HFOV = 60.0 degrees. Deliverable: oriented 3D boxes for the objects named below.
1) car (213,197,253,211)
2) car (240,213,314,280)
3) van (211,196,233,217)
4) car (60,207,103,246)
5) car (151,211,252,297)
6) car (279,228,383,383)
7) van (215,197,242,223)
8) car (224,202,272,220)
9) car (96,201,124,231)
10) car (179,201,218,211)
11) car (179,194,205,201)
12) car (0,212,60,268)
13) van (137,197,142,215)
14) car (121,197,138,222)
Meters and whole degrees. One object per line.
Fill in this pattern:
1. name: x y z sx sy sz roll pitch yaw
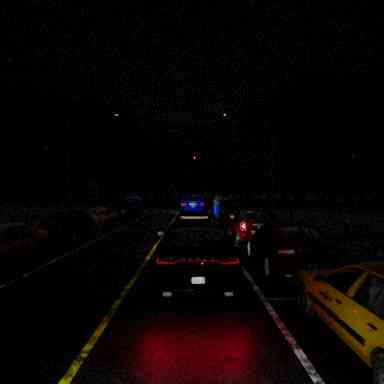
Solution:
1. car: 2.762 1.313 20.696 2.192 1.841 5.009 0 0 0
2. car: 2.761 1.543 9.821 1.887 1.381 4.507 0 0 0
3. van: 2.763 1.340 31.571 1.690 1.788 3.998 0 0 0
4. car: -5.764 1.564 15.259 1.947 1.339 4.313 0 0 0
5. car: 0.095 1.476 8.600 1.882 1.535 5.008 0 0 0
6. car: 2.760 1.524 4.553 1.752 1.417 4.829 0 0 0
7. van: 2.762 1.340 26.133 1.690 1.788 3.998 0 0 0
8. car: 2.761 1.438 15.258 1.967 1.590 4.097 0 0 0
9. car: -5.763 1.523 20.527 1.752 1.417 4.829 0 0 0
10. car: 0.098 1.490 19.043 2.128 1.511 4.902 0 0 0
11. car: 0.026 1.220 29.411 2.150 2.045 5.566 0 0 -2
12. car: -5.764 1.524 9.652 1.752 1.417 4.829 0 0 0
13. van: -5.763 1.340 31.572 1.690 1.788 3.998 0 0 0
14. car: -5.763 1.439 26.134 1.967 1.590 4.097 0 0 0
